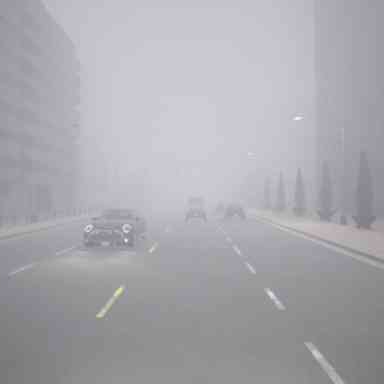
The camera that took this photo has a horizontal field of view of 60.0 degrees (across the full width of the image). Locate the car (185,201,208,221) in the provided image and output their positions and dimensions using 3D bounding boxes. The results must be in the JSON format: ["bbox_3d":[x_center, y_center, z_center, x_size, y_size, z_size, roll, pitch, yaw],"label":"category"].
[{"bbox_3d":[0.359,1.823,30.538,1.812,1.442,4.674,0,0,1],"label":"car"}]

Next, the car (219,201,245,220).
[{"bbox_3d":[3.829,1.810,31.266,1.837,1.490,4.892,0,-1,1],"label":"car"}]

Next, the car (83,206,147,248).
[{"bbox_3d":[-3.431,1.503,15.554,2.097,1.767,4.553,0,-1,1],"label":"car"}]

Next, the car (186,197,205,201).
[{"bbox_3d":[0.462,1.641,42.931,2.150,2.045,5.566,0,0,1],"label":"car"}]

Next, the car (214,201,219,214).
[{"bbox_3d":[3.894,1.917,42.260,1.837,1.490,4.892,0,0,1],"label":"car"}]
